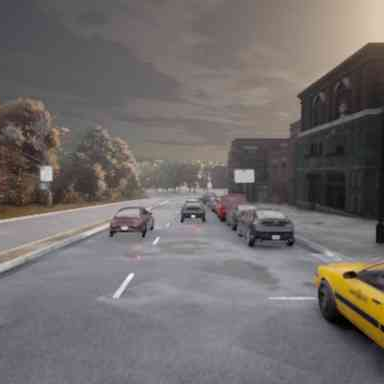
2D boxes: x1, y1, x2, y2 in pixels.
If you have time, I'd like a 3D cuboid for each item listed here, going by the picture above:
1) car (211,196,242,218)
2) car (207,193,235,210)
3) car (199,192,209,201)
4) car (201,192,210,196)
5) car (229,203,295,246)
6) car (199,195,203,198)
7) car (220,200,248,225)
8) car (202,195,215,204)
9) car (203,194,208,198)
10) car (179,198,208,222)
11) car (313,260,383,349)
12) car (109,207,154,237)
[{"bbox_3d":[3.205,1.446,32.053,1.946,1.575,5.366,0,0,0],"label":"car"},{"bbox_3d":[3.201,1.318,37.361,2.185,1.767,4.553,0,0,0],"label":"car"},{"bbox_3d":[3.164,1.145,87.020,2.435,2.045,5.566,0,0,0],"label":"car"},{"bbox_3d":[3.185,1.172,59.396,2.435,2.045,5.566,0,0,0],"label":"car"},{"bbox_3d":[3.216,1.466,15.160,2.231,1.521,4.892,0,0,0],"label":"car"},{"bbox_3d":[0.072,1.484,43.013,1.812,1.442,4.674,0,0,0],"label":"car"},{"bbox_3d":[3.214,1.461,20.687,2.231,1.521,4.892,0,0,0],"label":"car"},{"bbox_3d":[3.181,1.419,64.886,2.231,1.521,4.892,0,0,0],"label":"car"},{"bbox_3d":[3.248,1.433,49.975,2.231,1.521,4.892,0,0,1],"label":"car"},{"bbox_3d":[0.084,1.481,26.383,1.837,1.490,4.892,0,1,0],"label":"car"},{"bbox_3d":[3.225,1.472,4.303,1.946,1.575,5.366,0,0,0],"label":"car"},{"bbox_3d":[-3.162,1.509,17.930,1.812,1.442,4.674,0,0,0],"label":"car"}]
